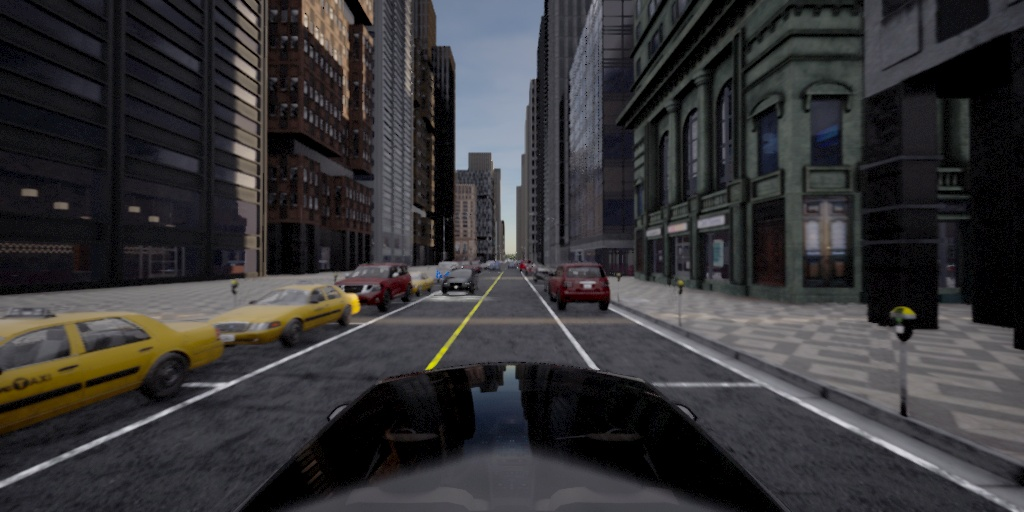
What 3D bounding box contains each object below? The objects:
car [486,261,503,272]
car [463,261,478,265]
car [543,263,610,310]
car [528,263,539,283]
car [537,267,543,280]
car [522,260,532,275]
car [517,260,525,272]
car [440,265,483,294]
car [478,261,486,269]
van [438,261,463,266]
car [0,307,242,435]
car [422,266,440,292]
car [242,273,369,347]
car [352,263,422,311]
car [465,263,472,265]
[{"bbox_3d":[-3.014,2.021,62.704,1.994,1.385,4.181,0,-1,1],"label":"car"},{"bbox_3d":[-5.747,1.545,43.666,2.192,1.841,5.009,0,0,0],"label":"car"},{"bbox_3d":[2.768,1.218,15.469,2.192,1.841,5.009,0,0,0],"label":"car"},{"bbox_3d":[2.774,1.648,32.389,2.007,1.370,4.403,0,0,0],"label":"car"},{"bbox_3d":[2.770,1.518,21.109,2.007,1.370,4.403,0,0,0],"label":"car"},{"bbox_3d":[2.780,1.737,49.309,1.967,1.591,4.097,0,0,0],"label":"car"},{"bbox_3d":[2.416,1.689,63.017,2.150,2.045,5.566,0,-1,0],"label":"car"},{"bbox_3d":[-3.091,1.485,22.222,1.837,1.490,4.892,0,-1,0],"label":"car"},{"bbox_3d":[-5.743,1.680,54.947,2.192,1.841,5.009,0,0,0],"label":"car"},{"bbox_3d":[-5.751,1.439,32.386,1.690,1.789,3.998,0,0,0],"label":"van"},{"bbox_3d":[-5.761,1.303,4.014,1.751,1.417,4.829,0,0,0],"label":"car"},{"bbox_3d":[-5.755,1.493,20.935,1.751,1.417,4.829,0,0,0],"label":"car"},{"bbox_3d":[-5.759,1.366,9.655,1.751,1.417,4.829,0,0,0],"label":"car"},{"bbox_3d":[-5.757,1.218,15.465,2.192,1.841,5.009,0,0,0],"label":"car"},{"bbox_3d":[-5.750,1.714,38.026,2.007,1.370,4.403,0,0,0],"label":"car"}]
